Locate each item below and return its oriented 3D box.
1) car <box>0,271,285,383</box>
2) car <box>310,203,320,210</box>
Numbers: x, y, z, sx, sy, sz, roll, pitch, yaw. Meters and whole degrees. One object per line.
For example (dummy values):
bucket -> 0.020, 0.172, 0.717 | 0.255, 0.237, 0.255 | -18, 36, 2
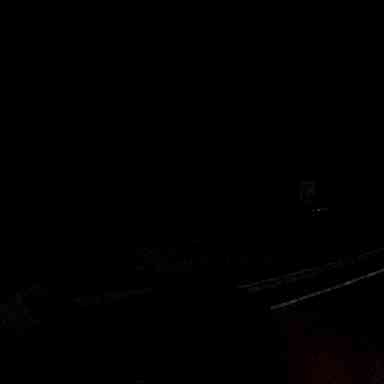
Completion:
car -> -1.121, 1.555, 2.943 | 4.674, 1.442, 1.812 | 1, -1, -36
car -> 26.531, 3.294, 74.713 | 2.033, 1.411, 5.357 | -5, -2, -8
